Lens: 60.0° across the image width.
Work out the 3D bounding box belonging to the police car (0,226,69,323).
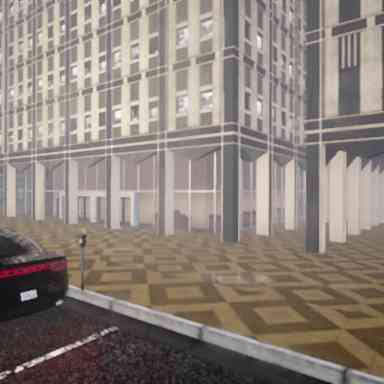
[{"bbox_3d":[-4.566,1.327,6.560,5.238,1.638,1.930,1,1,36],"label":"police car"}]
